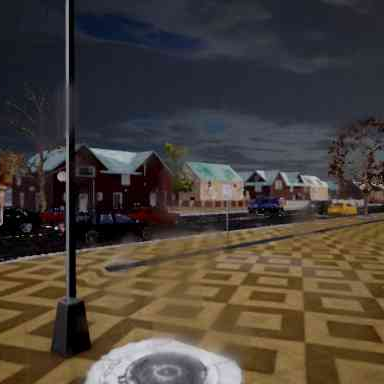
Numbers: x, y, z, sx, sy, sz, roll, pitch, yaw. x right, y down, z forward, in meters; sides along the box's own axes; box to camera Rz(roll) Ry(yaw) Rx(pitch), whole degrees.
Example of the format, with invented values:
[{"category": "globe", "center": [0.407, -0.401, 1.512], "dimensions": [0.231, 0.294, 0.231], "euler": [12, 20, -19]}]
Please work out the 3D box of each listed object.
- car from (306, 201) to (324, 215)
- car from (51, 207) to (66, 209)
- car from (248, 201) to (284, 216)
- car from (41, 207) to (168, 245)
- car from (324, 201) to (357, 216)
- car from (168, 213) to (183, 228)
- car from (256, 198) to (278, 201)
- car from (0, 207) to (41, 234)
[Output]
[{"category": "car", "center": [16.215, 1.885, 42.005], "dimensions": [2.097, 1.767, 4.553], "euler": [-1, -1, 44]}, {"category": "car", "center": [-9.814, 1.780, 24.111], "dimensions": [1.895, 1.301, 4.718], "euler": [-1, -1, 43]}, {"category": "car", "center": [8.859, 2.061, 39.145], "dimensions": [1.895, 1.301, 4.718], "euler": [-1, -1, 44]}, {"category": "car", "center": [-3.998, 1.634, 15.976], "dimensions": [5.357, 1.411, 2.033], "euler": [1, -1, -44]}, {"category": "car", "center": [17.572, 1.969, 38.710], "dimensions": [1.882, 1.535, 5.008], "euler": [-1, -1, 44]}, {"category": "car", "center": [-2.657, 1.699, 21.935], "dimensions": [1.812, 1.442, 4.674], "euler": [-1, -1, 43]}, {"category": "car", "center": [9.748, 1.770, 44.790], "dimensions": [2.150, 2.045, 5.566], "euler": [-1, -1, 44]}, {"category": "car", "center": [-10.871, 1.601, 18.255], "dimensions": [1.837, 1.490, 4.892], "euler": [-1, -1, 43]}]
